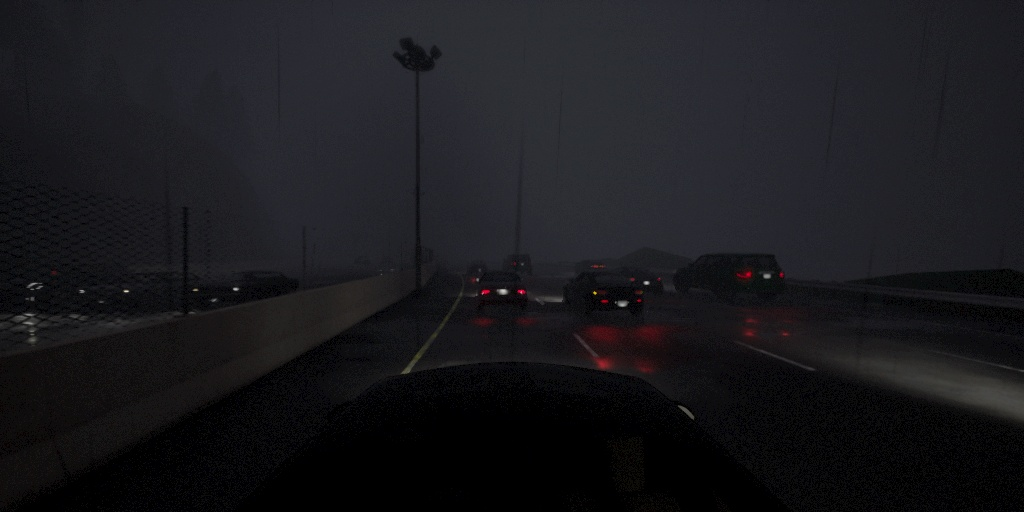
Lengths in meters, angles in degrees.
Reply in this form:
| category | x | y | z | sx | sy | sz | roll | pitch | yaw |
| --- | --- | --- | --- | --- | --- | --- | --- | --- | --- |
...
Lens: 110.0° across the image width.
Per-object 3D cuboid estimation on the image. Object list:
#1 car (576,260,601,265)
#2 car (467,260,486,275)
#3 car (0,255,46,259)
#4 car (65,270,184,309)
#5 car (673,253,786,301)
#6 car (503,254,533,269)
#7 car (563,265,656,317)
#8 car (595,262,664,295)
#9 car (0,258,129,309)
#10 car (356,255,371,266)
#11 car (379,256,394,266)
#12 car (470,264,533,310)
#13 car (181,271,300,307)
| category | x | y | z | sx | sy | sz | roll | pitch | yaw |
| --- | --- | --- | --- | --- | --- | --- | --- | --- | --- |
| car | 7.479 | 1.098 | 34.785 | 1.837 | 1.490 | 4.892 | 0 | 0 | -10 |
| car | -3.526 | 1.139 | 36.479 | 1.812 | 1.442 | 4.674 | 0 | 0 | -11 |
| car | -21.693 | 0.974 | 13.999 | 2.150 | 2.045 | 5.566 | 0 | 0 | -5 |
| car | -14.757 | 1.332 | 14.940 | 1.895 | 1.301 | 4.718 | 0 | 0 | -5 |
| car | 9.850 | 0.884 | 16.829 | 2.150 | 2.045 | 5.566 | 0 | 0 | -5 |
| car | 0.455 | 0.834 | 34.449 | 2.150 | 2.045 | 5.566 | 0 | 0 | -10 |
| car | 3.114 | 1.221 | 12.849 | 1.812 | 1.442 | 4.674 | 0 | 0 | -3 |
| car | 6.137 | 1.227 | 18.812 | 1.994 | 1.385 | 4.181 | 0 | 0 | -5 |
| car | -18.284 | 1.092 | 14.817 | 2.097 | 1.767 | 4.553 | 0 | 0 | -5 |
| car | -22.792 | 0.555 | 54.660 | 2.097 | 1.767 | 4.553 | 0 | 0 | -18 |
| car | -19.462 | 0.750 | 55.741 | 1.812 | 1.442 | 4.674 | 0 | 0 | -18 |
| car | -0.468 | 1.245 | 14.502 | 2.033 | 1.411 | 5.357 | 0 | 0 | -4 |
| car | -11.298 | 1.321 | 15.578 | 1.895 | 1.301 | 4.718 | 0 | 0 | -5 |
